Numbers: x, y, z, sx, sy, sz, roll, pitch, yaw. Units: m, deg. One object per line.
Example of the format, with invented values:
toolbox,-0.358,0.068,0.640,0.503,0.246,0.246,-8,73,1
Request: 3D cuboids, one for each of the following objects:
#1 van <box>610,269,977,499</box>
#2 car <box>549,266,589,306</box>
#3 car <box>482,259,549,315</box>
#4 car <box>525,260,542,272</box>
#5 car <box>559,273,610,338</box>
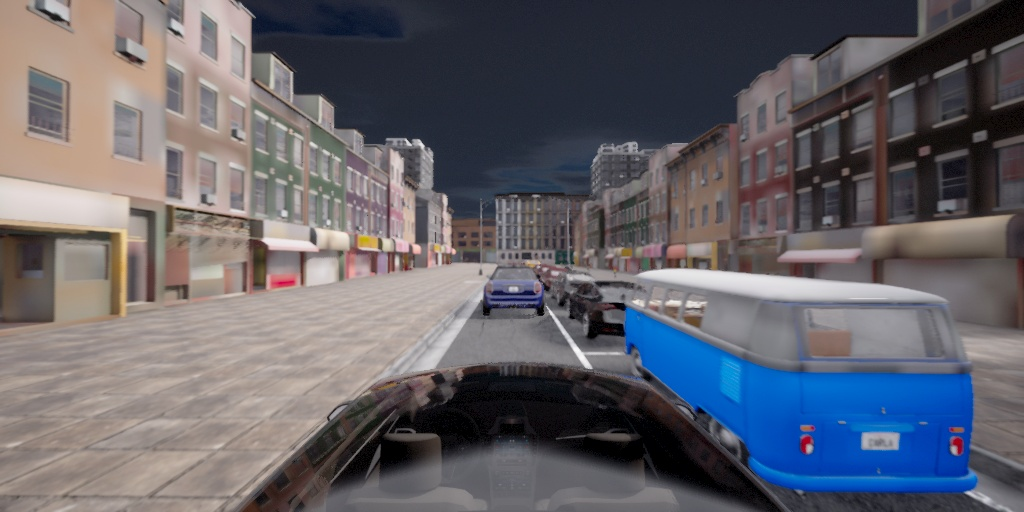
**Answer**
van,2.639,1.091,4.423,1.690,1.789,3.998,0,0,0
car,2.636,1.305,15.430,2.007,1.370,4.403,0,0,0
car,0.066,1.104,13.796,2.097,1.767,4.553,0,0,0
car,2.741,1.267,46.779,1.882,1.535,5.008,0,0,0
car,2.638,1.317,9.927,1.948,1.339,4.313,0,0,0
